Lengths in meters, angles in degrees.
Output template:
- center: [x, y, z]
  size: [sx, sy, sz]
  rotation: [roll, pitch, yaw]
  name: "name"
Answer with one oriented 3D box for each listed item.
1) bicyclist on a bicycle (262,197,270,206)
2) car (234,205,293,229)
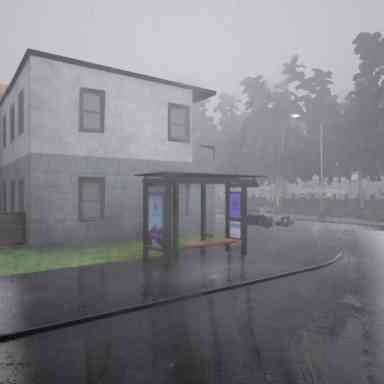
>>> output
- center: [7.145, 1.343, 32.428]
  size: [1.656, 1.620, 0.582]
  rotation: [0, 0, -35]
  name: "bicyclist on a bicycle"
- center: [4.483, 1.560, 21.695]
  size: [1.994, 1.385, 4.181]
  rotation: [0, 0, -35]
  name: "car"
